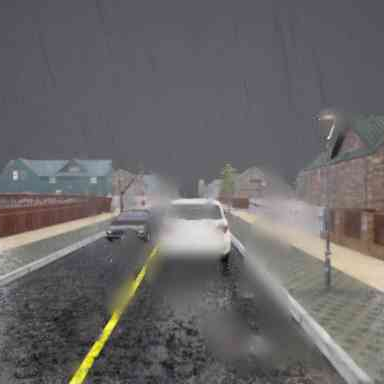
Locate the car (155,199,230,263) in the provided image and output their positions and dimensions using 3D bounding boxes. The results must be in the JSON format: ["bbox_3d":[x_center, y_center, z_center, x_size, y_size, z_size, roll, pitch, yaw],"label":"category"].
[{"bbox_3d":[0.100,1.245,12.188,2.150,2.045,5.566,0,0,0],"label":"car"}]

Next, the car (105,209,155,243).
[{"bbox_3d":[-2.792,1.579,16.584,2.033,1.411,5.357,0,0,1],"label":"car"}]

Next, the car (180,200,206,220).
[{"bbox_3d":[0.106,1.559,29.868,2.128,1.511,4.902,0,0,0],"label":"car"}]
